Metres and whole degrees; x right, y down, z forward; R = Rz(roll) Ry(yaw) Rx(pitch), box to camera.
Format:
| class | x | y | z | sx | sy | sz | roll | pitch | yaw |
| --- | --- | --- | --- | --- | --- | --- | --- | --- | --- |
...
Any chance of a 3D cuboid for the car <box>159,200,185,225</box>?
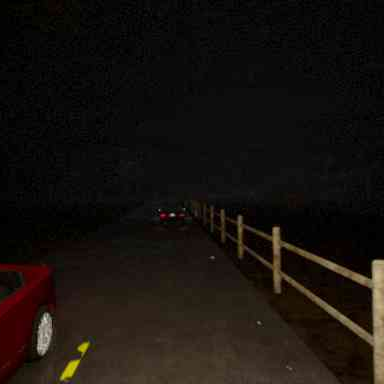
| class | x | y | z | sx | sy | sz | roll | pitch | yaw |
| --- | --- | --- | --- | --- | --- | --- | --- | --- | --- |
| car | -1.458 | 1.571 | 24.416 | 2.033 | 1.411 | 5.357 | -1 | 0 | -4 |

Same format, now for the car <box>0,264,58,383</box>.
| class | x | y | z | sx | sy | sz | roll | pitch | yaw |
| --- | --- | --- | --- | --- | --- | --- | --- | --- | --- |
| car | -2.870 | 1.528 | 3.081 | 1.882 | 1.535 | 5.008 | -1 | 0 | -4 |
